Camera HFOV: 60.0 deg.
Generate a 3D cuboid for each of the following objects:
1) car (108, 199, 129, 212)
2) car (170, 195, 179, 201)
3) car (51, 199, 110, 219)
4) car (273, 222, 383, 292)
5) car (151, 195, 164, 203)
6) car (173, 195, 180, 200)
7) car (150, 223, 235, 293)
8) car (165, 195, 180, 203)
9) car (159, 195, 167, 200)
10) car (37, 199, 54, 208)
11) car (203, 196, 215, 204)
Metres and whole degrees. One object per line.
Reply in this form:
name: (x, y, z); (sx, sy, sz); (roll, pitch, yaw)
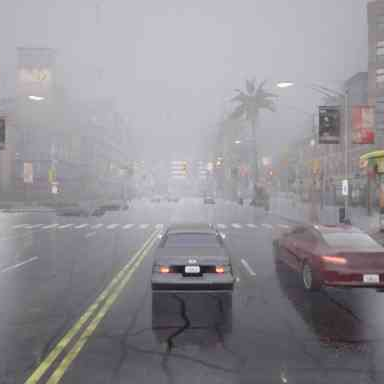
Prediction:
car: (-9.473, 1.487, 36.728); (4.902, 1.511, 2.128); (0, 0, -25)
car: (-4.232, 1.514, 80.913); (1.812, 1.442, 4.674); (0, 0, -1)
car: (-9.731, 1.560, 29.061); (4.181, 1.385, 1.994); (0, 0, 24)
car: (3.498, 1.525, 8.805); (1.812, 1.442, 4.674); (0, 0, 0)
car: (-7.643, 1.515, 71.178); (1.812, 1.442, 4.674); (0, 0, -1)
car: (-4.335, 1.488, 91.795); (1.837, 1.490, 4.892); (0, 0, -1)
car: (-0.001, 1.546, 8.961); (2.033, 1.411, 5.357); (0, 0, 0)
car: (-4.148, 1.469, 71.718); (1.882, 1.535, 5.008); (0, 0, -1)
car: (-7.828, 1.583, 91.014); (1.895, 1.301, 4.718); (0, 0, -1)
car: (-18.944, 1.595, 46.284); (4.718, 1.301, 1.895); (0, 0, -1)
car: (3.048, 1.518, 61.373); (1.812, 1.442, 4.674); (0, 0, -1)
